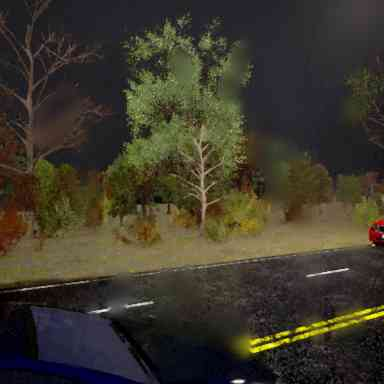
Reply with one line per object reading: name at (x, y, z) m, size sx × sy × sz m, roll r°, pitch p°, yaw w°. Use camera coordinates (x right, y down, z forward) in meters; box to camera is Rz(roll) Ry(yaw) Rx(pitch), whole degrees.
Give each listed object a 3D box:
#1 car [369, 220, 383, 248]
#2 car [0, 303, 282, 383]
car at (11.449, 1.724, 16.818) m, size 5.566 × 2.045 × 2.150 m, roll 0°, pitch -2°, yaw -28°
car at (-1.239, 1.572, 2.272) m, size 4.181 × 1.385 × 1.994 m, roll 0°, pitch 0°, yaw -29°
